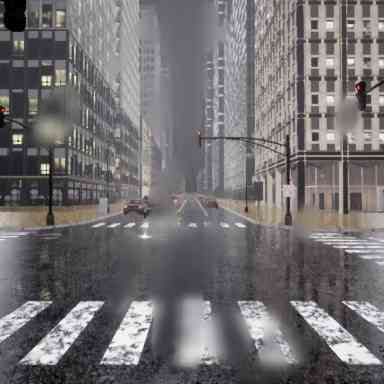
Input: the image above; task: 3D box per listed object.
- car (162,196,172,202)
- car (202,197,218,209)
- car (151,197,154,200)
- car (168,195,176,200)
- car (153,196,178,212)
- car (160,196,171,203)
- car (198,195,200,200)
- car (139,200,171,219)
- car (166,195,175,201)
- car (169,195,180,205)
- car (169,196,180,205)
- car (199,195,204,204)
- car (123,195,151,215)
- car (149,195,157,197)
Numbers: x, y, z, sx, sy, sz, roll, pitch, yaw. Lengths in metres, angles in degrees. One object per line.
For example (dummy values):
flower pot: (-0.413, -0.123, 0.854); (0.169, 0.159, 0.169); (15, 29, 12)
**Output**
car: (-5.749, 1.582, 78.418); (2.008, 1.369, 4.403); (1, 0, 0)
car: (2.661, 1.599, 45.037); (1.802, 1.307, 4.206); (1, 0, 0)
car: (-5.714, 1.597, 39.392); (1.802, 1.307, 4.206); (1, 0, 0)
car: (-5.766, 1.605, 95.143); (1.947, 1.339, 4.313); (1, 0, 0)
car: (-3.132, 1.563, 39.661); (2.033, 1.411, 5.357); (0, 0, 0)
car: (-5.744, 1.573, 72.843); (1.887, 1.381, 4.507); (1, 0, 0)
car: (2.646, 1.590, 61.770); (1.947, 1.339, 4.313); (1, 0, 0)
car: (-3.094, 1.612, 28.813); (1.895, 1.301, 4.718); (0, 0, -1)
car: (-5.760, 1.587, 89.568); (2.008, 1.369, 4.403); (1, 0, 0)
car: (-3.137, 1.371, 49.382); (2.097, 1.767, 4.553); (0, 0, 0)
car: (-3.103, 1.528, 59.791); (1.837, 1.490, 4.892); (0, 0, 1)
car: (2.652, 1.547, 56.362); (1.752, 1.417, 4.829); (1, 0, 0)
car: (-5.706, 1.453, 33.817); (1.967, 1.590, 4.097); (1, 0, 0)
car: (-5.714, 1.332, 44.967); (2.192, 1.841, 5.009); (1, 0, 0)
